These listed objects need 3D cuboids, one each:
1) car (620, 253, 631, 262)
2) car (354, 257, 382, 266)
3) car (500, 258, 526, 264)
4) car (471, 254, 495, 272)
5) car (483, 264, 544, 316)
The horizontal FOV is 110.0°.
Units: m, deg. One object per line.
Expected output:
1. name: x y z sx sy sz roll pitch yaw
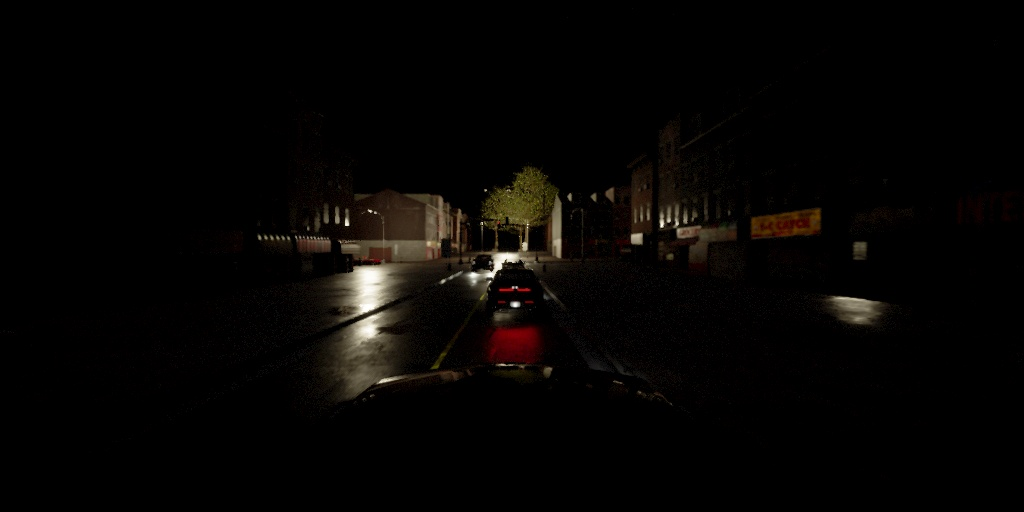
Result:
1. car: 17.212 0.235 49.798 4.313 1.339 1.948 0 0 0
2. car: -20.369 0.775 49.665 4.507 1.381 1.888 0 0 0
3. car: 0.091 0.927 29.221 2.128 1.511 4.902 0 1 0
4. car: -2.808 0.634 35.629 2.097 1.767 4.553 0 2 0
5. car: 0.100 1.192 13.120 1.837 1.490 4.892 0 0 0
